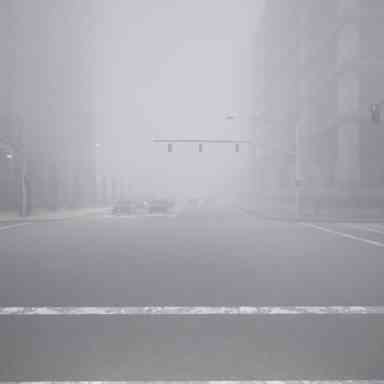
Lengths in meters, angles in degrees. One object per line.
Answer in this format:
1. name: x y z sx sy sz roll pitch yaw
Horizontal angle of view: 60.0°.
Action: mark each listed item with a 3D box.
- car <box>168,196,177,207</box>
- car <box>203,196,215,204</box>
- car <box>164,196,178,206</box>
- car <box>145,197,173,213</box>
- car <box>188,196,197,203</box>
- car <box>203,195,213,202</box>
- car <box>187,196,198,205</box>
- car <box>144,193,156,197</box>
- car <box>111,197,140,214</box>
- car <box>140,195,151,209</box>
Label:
1. car: -3.584 1.478 46.703 1.882 1.535 5.008 0 0 0
2. car: 3.521 1.492 64.594 2.128 1.511 4.902 0 0 0
3. car: -3.565 1.492 57.066 2.128 1.511 4.902 0 0 0
4. car: -3.588 1.547 37.057 2.033 1.411 5.357 0 0 0
5. car: 0.123 1.564 69.868 1.994 1.385 4.181 0 0 0
6. car: 3.524 1.508 73.669 1.812 1.442 4.674 0 0 0
7. car: 0.120 1.478 59.329 1.882 1.535 5.008 0 0 0
8. car: -7.070 1.221 54.657 2.150 2.045 5.566 0 0 0
9. car: -7.089 1.505 34.889 1.837 1.490 4.892 0 0 0
10. car: -7.083 1.505 44.293 1.837 1.490 4.892 0 0 0
